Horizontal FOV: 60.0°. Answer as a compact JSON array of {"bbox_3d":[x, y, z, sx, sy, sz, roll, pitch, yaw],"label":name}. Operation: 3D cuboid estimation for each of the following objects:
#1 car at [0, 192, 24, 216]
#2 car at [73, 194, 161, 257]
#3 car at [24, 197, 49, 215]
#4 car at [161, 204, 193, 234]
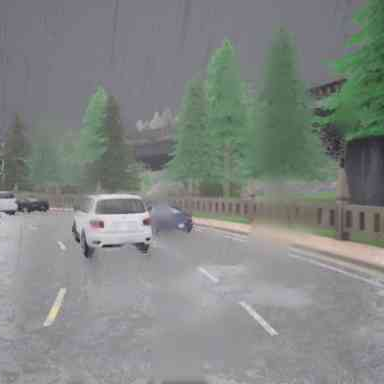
[{"bbox_3d":[-16.918,0.988,27.686,5.566,2.045,2.150,0,0,30],"label":"car"},{"bbox_3d":[-3.199,1.090,12.752,2.150,2.045,5.566,0,1,-24],"label":"car"},{"bbox_3d":[-15.328,1.200,30.617,5.008,1.535,1.882,0,0,31],"label":"car"},{"bbox_3d":[-1.598,1.332,17.018,1.812,1.442,4.674,0,1,-29],"label":"car"}]
